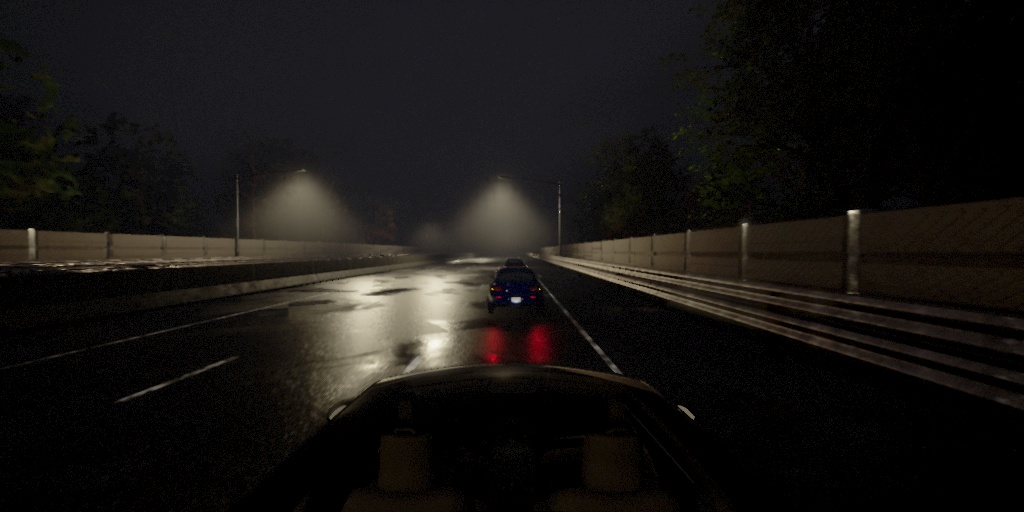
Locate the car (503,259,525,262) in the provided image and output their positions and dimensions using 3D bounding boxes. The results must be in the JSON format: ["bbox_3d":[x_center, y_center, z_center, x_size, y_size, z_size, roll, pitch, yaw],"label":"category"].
[{"bbox_3d":[0.177,0.893,29.125,1.994,1.385,4.181,0,1,0],"label":"car"}]

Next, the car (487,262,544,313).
[{"bbox_3d":[0.126,1.101,12.990,1.812,1.442,4.674,0,1,0],"label":"car"}]

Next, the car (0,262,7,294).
[{"bbox_3d":[-24.563,1.061,14.312,1.837,1.490,4.892,0,1,0],"label":"car"}]

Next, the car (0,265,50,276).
[{"bbox_3d":[-21.063,1.095,14.840,2.033,1.411,5.357,0,1,0],"label":"car"}]

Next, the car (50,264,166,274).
[{"bbox_3d":[-17.550,1.085,16.572,1.994,1.385,4.181,0,1,0],"label":"car"}]
